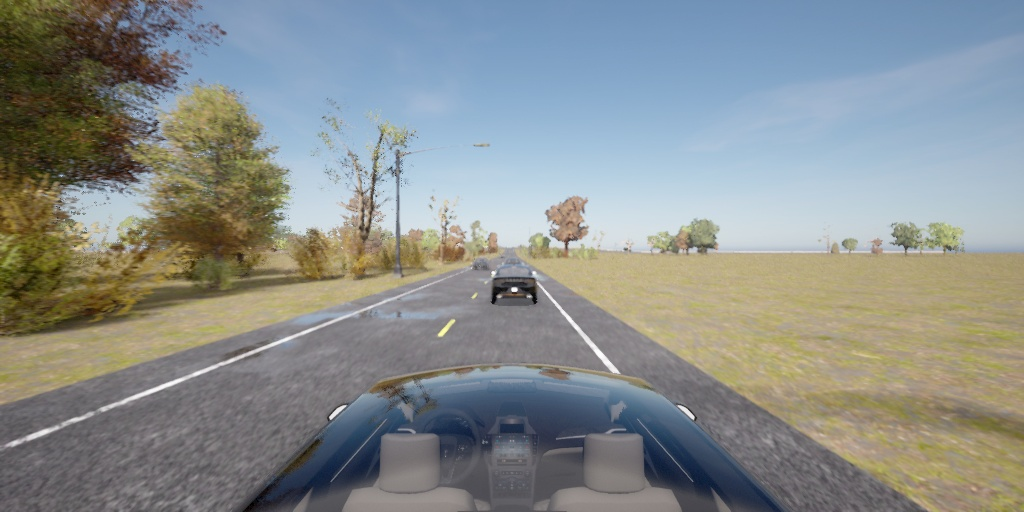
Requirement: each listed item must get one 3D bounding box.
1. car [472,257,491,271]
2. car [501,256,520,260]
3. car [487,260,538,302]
[{"bbox_3d":[-3.594,0.911,42.406,1.837,1.490,4.892,0,1,0],"label":"car"},{"bbox_3d":[0.084,0.979,34.576,1.837,1.490,4.892,0,0,0],"label":"car"},{"bbox_3d":[0.091,1.108,16.087,1.882,1.535,5.008,0,0,0],"label":"car"}]
